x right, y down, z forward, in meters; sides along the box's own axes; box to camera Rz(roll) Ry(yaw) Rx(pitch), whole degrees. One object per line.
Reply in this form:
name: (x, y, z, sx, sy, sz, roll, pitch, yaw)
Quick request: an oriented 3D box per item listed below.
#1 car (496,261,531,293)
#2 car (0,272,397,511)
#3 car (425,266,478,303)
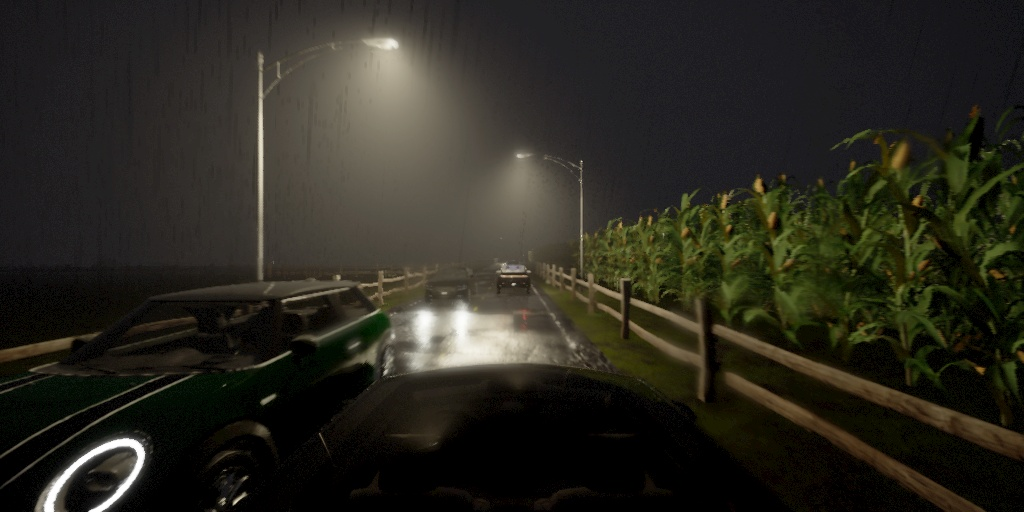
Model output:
car: (0.093, 1.260, 20.840, 2.128, 1.511, 4.902, 0, 0, 0)
car: (-2.829, 1.104, 3.646, 2.097, 1.767, 4.553, 0, 0, 0)
car: (-2.750, 1.242, 17.050, 1.882, 1.535, 5.008, 0, 0, 0)
